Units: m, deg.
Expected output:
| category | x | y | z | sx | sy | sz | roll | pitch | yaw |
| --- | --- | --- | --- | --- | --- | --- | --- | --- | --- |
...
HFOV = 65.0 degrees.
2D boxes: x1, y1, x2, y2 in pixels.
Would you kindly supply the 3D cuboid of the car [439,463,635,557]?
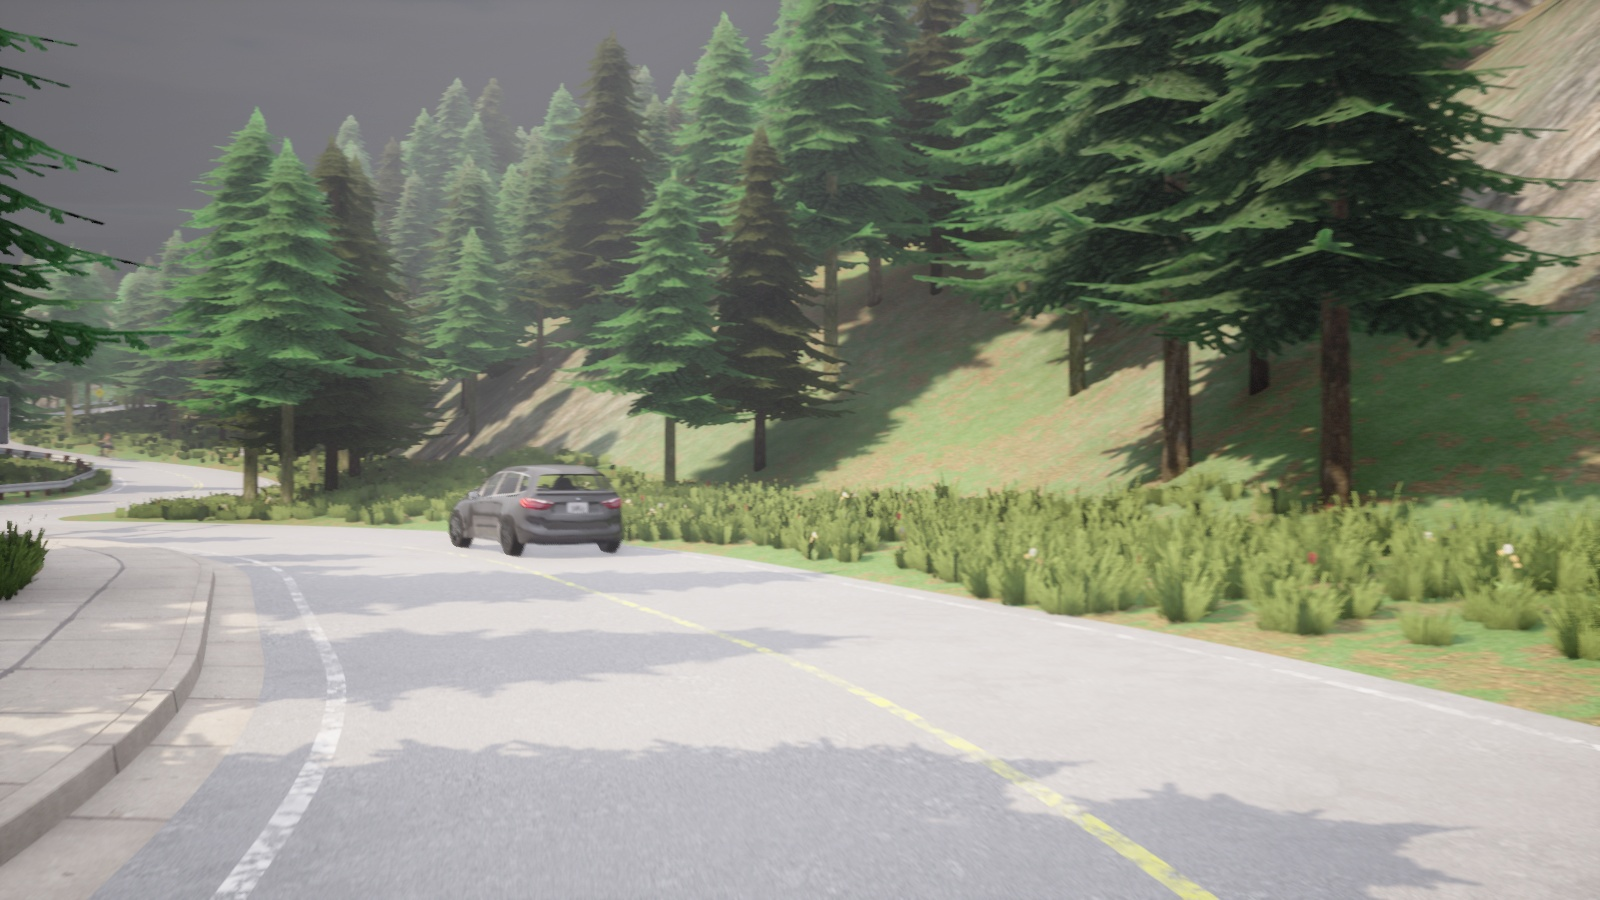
| category | x | y | z | sx | sy | sz | roll | pitch | yaw |
| --- | --- | --- | --- | --- | --- | --- | --- | --- | --- |
| car | -5.264 | 1.102 | 24.661 | 2.242 | 1.667 | 4.611 | 0 | -1 | -33 |
